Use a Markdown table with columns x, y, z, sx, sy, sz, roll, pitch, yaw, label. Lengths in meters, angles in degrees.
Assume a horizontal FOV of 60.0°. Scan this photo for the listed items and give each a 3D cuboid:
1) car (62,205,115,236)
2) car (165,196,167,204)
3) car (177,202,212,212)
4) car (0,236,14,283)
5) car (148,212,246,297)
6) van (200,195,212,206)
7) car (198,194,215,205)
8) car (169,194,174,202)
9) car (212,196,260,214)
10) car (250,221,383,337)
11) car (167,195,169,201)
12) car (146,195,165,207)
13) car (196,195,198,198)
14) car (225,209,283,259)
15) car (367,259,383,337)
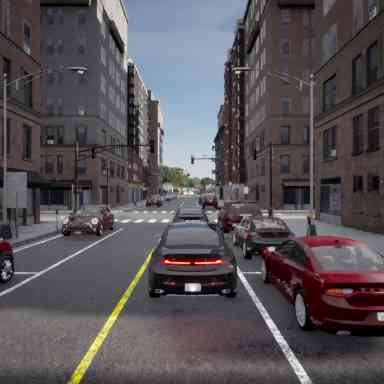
| x | y | z | sx | sy | sz | roll | pitch | yaw | label |
| --- | --- | --- | --- | --- | --- | --- | --- | --- | --- |
| -5.505 | 1.439 | 18.022 | 1.967 | 1.590 | 4.097 | 0 | 0 | 0 | car |
| -5.790 | 1.560 | 56.084 | 1.947 | 1.339 | 4.313 | 0 | 0 | 0 | car |
| -0.057 | 1.504 | 17.950 | 1.837 | 1.490 | 4.892 | 0 | 0 | 0 | car |
| -5.429 | 1.440 | 6.658 | 1.967 | 1.590 | 4.097 | 0 | 0 | 0 | car |
| 0.015 | 1.504 | 8.534 | 1.837 | 1.490 | 4.892 | 0 | 0 | 0 | car |
| 2.318 | 1.336 | 56.140 | 1.690 | 1.788 | 3.998 | 0 | 0 | 0 | van |
| 2.401 | 1.311 | 45.133 | 2.192 | 1.841 | 5.009 | 0 | 0 | 0 | car |
| -5.929 | 1.536 | 78.099 | 1.887 | 1.381 | 4.507 | 0 | 0 | 0 | car |
| 2.519 | 1.314 | 18.077 | 2.192 | 1.841 | 5.009 | 0 | 0 | 0 | car |
| 2.596 | 1.544 | 6.713 | 1.887 | 1.381 | 4.507 | 0 | 0 | 0 | car |
| -5.825 | 1.544 | 61.588 | 2.008 | 1.369 | 4.403 | 0 | 0 | 0 | car |
| -5.755 | 1.310 | 50.581 | 2.192 | 1.841 | 5.009 | 0 | 0 | 0 | car |
| 2.277 | 1.309 | 61.644 | 2.192 | 1.841 | 5.009 | 0 | 0 | 0 | car |
| 2.558 | 1.550 | 12.395 | 2.008 | 1.369 | 4.403 | 0 | 0 | 0 | car |
| 2.634 | 1.440 | 1.031 | 1.967 | 1.590 | 4.097 | 0 | 0 | 0 | car |
